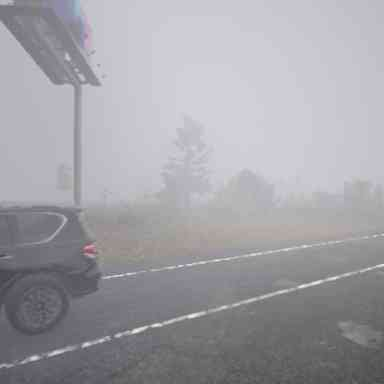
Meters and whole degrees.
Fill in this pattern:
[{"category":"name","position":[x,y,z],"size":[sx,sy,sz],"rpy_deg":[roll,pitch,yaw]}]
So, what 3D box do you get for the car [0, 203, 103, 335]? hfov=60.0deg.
[{"category":"car","position":[-4.237,1.223,5.165],"size":[5.566,2.045,2.150],"rpy_deg":[0,0,-36]}]
